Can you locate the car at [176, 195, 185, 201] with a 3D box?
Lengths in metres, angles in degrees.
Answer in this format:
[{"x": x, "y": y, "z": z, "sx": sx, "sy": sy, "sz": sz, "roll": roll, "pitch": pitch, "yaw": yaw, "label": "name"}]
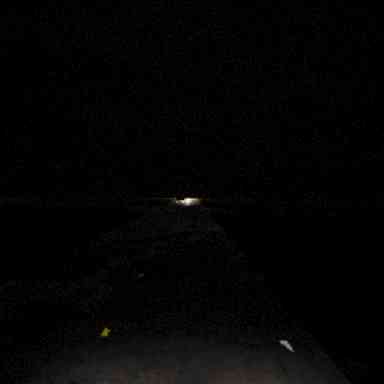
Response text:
[{"x": -2.745, "y": 1.508, "z": 80.286, "sx": 2.033, "sy": 1.411, "sz": 5.357, "roll": 0, "pitch": 0, "yaw": 0, "label": "car"}]
